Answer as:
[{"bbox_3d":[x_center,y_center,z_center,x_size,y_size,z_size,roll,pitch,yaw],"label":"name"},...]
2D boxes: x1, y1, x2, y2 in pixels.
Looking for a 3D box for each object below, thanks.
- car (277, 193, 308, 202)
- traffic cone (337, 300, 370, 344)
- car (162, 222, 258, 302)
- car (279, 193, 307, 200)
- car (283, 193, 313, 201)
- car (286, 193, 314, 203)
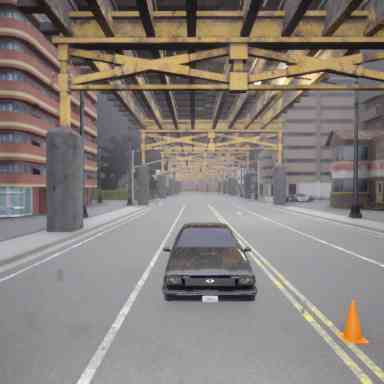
[{"bbox_3d":[17.810,0.960,58.948,4.974,1.542,2.038,0,1,25],"label":"car"},{"bbox_3d":[2.453,1.949,5.070,0.340,0.580,0.340,0,0,0],"label":"traffic cone"},{"bbox_3d":[0.361,1.534,8.677,2.033,1.411,5.357,0,0,1],"label":"car"},{"bbox_3d":[17.857,0.803,58.925,4.536,1.218,1.853,0,1,25],"label":"car"},{"bbox_3d":[17.511,0.849,54.808,4.536,1.218,1.853,0,1,-20],"label":"car"},{"bbox_3d":[17.462,1.007,54.792,4.974,1.542,2.038,0,1,-20],"label":"car"}]
